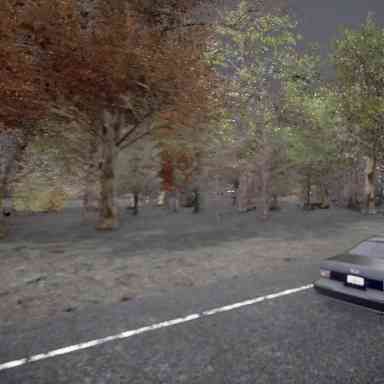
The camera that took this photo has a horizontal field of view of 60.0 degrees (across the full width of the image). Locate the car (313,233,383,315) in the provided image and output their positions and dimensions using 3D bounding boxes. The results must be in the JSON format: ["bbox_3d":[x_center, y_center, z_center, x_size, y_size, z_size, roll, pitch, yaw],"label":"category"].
[{"bbox_3d":[4.874,1.584,7.218,5.357,1.411,2.033,0,0,-35],"label":"car"}]
